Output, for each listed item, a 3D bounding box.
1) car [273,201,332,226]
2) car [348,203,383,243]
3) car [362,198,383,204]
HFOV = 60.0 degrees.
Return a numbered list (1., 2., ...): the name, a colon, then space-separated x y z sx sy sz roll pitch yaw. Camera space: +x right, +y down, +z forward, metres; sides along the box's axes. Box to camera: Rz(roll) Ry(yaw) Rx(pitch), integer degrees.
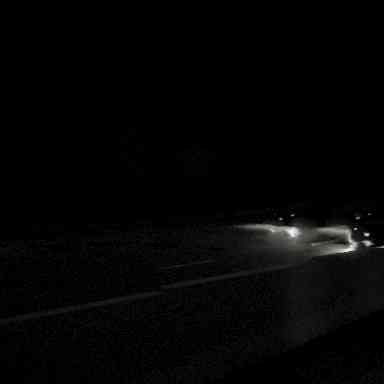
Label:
1. car: 7.456 1.330 22.210 4.674 1.442 1.812 -3 2 -35
2. car: 8.940 1.405 14.669 4.892 1.490 1.837 -2 1 -35
3. car: 11.750 1.176 20.972 4.902 1.511 2.128 -3 2 -35
